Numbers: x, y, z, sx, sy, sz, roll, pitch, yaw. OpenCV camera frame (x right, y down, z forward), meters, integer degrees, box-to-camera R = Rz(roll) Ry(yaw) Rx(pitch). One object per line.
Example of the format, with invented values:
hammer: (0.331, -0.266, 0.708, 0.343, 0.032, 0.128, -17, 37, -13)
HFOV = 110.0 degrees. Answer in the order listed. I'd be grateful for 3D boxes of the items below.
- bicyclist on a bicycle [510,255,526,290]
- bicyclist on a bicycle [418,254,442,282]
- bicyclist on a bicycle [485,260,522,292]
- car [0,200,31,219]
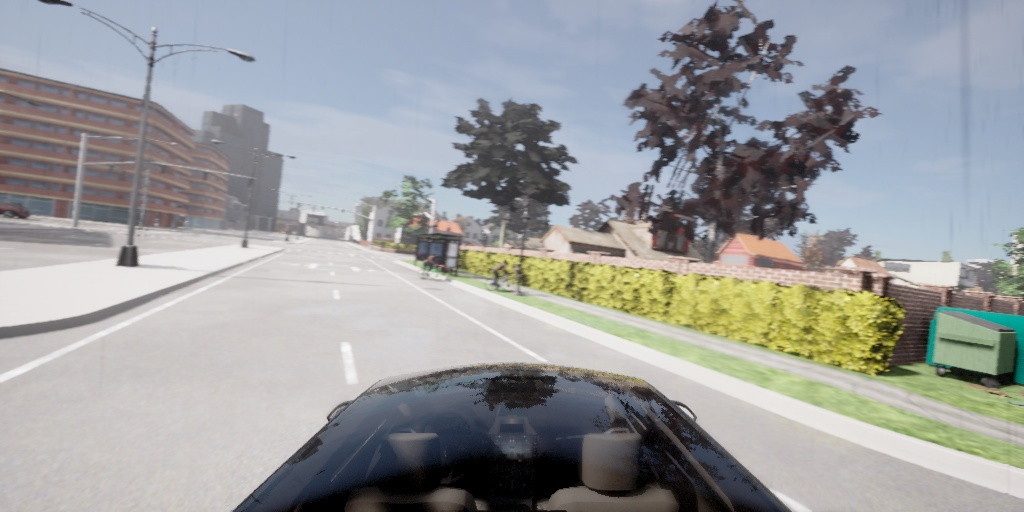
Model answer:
bicyclist on a bicycle: (0.342, 1.088, 23.108, 0.582, 1.656, 1.620, -8, -28, -9)
bicyclist on a bicycle: (-4.795, 0.660, 21.216, 1.656, 1.620, 0.582, 7, 0, 19)
bicyclist on a bicycle: (-0.549, 0.994, 18.014, 1.656, 1.620, 0.582, 7, 0, -30)
car: (-51.941, -4.864, 35.833, 4.553, 1.767, 2.097, 7, 0, -29)
